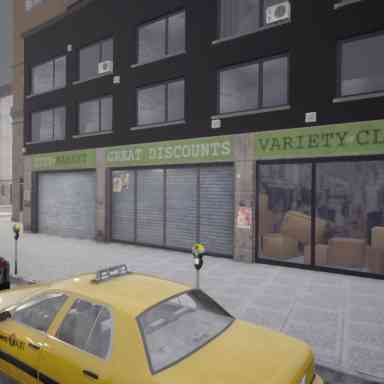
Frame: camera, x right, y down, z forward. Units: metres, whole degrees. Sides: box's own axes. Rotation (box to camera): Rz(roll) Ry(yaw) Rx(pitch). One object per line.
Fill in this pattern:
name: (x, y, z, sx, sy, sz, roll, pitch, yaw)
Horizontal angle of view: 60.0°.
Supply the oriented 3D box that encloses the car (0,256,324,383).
car: (-1.100, 1.525, 3.862, 4.829, 1.417, 1.752, 0, 1, 35)
